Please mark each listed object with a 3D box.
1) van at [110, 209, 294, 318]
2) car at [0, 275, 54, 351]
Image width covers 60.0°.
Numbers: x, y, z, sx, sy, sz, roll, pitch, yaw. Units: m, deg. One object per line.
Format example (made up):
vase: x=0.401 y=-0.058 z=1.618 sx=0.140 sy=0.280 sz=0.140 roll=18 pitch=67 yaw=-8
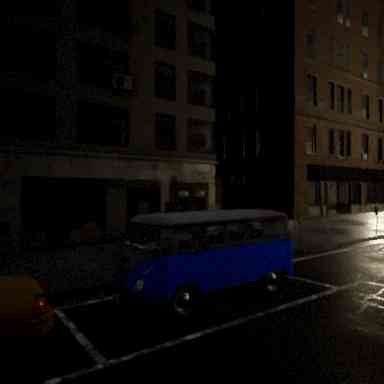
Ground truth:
van: x=0.384 y=1.292 z=7.024 sx=3.998 sy=1.788 sz=1.690 roll=-1 pitch=1 yaw=-35
car: x=-4.218 y=1.541 z=3.745 sx=4.829 sy=1.417 sz=1.752 roll=-1 pitch=1 yaw=-35
